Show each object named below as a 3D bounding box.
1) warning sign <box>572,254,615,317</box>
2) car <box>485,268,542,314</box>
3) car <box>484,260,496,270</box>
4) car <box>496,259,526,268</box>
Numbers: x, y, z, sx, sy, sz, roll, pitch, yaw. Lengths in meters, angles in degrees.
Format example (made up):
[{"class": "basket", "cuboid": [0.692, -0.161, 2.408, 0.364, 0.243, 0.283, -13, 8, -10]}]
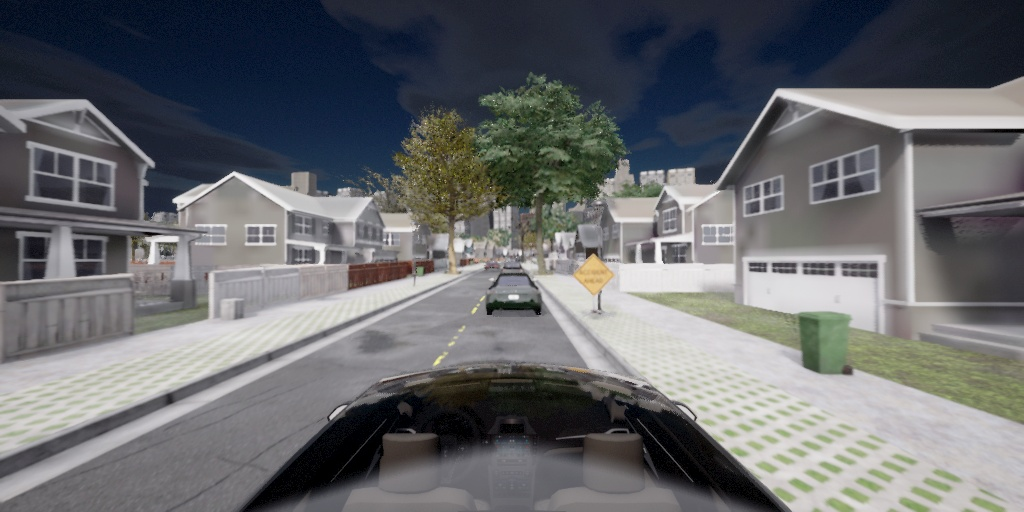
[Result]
[{"class": "warning sign", "cuboid": [2.514, 0.862, 10.963, 1.300, 1.860, 1.060, 0, 0, 0]}, {"class": "car", "cuboid": [0.066, 1.308, 13.663, 1.994, 1.385, 4.181, 0, 0, 0]}, {"class": "car", "cuboid": [-2.836, 1.326, 51.618, 1.994, 1.385, 4.181, 0, 0, 0]}, {"class": "car", "cuboid": [0.062, 1.235, 28.618, 2.128, 1.511, 4.902, 0, 0, 0]}]
